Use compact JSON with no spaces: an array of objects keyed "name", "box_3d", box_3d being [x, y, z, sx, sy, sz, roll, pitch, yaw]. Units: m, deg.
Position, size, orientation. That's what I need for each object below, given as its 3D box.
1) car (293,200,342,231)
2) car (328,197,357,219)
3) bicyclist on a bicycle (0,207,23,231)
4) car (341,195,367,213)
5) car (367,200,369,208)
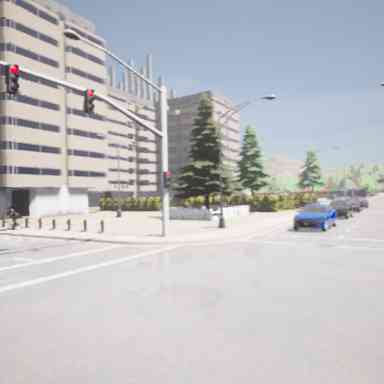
[{"name":"car","box_3d":[7.823,1.518,20.973,1.882,1.535,5.008,-2,-1,33]},{"name":"car","box_3d":[12.871,1.488,29.131,1.882,1.535,5.008,-2,-1,32]},{"name":"bicyclist on a bicycle","box_3d":[-12.326,1.823,22.751,0.582,1.620,1.656,-2,-1,31]},{"name":"car","box_3d":[17.991,1.470,37.373,2.128,1.511,4.902,-2,-1,32]},{"name":"car","box_3d":[23.083,1.513,45.665,1.994,1.385,4.181,-2,-1,31]}]
